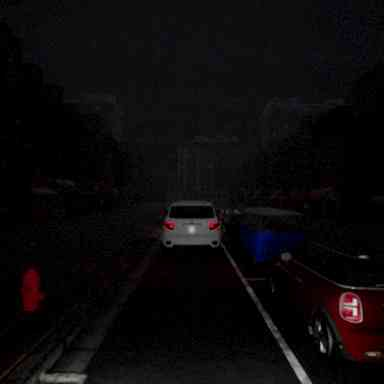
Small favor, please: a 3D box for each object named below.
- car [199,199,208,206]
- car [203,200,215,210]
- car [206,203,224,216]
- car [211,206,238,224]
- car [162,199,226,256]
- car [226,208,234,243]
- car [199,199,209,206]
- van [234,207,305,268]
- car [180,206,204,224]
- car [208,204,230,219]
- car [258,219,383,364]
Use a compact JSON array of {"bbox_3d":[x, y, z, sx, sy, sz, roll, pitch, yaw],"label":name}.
[{"bbox_3d":[2.610,2.438,77.486,2.008,1.369,4.403,0,-1,0],"label":"car"},{"bbox_3d":[2.726,2.124,53.901,1.812,1.442,4.674,0,-1,0],"label":"car"},{"bbox_3d":[2.627,2.004,38.963,1.802,1.307,4.206,1,-1,0],"label":"car"},{"bbox_3d":[2.633,1.880,27.957,1.802,1.307,4.206,1,-1,0],"label":"car"},{"bbox_3d":[-0.006,1.362,14.009,2.150,2.045,5.566,0,0,0],"label":"car"},{"bbox_3d":[2.638,1.742,16.951,1.947,1.339,4.313,1,-1,0],"label":"car"},{"bbox_3d":[2.613,2.259,71.984,1.967,1.590,4.097,0,-1,0],"label":"car"},{"bbox_3d":[2.643,1.459,11.450,1.690,1.788,3.998,1,-1,0],"label":"van"},{"bbox_3d":[-0.010,1.911,29.109,1.895,1.301,4.718,0,-1,0],"label":"car"},{"bbox_3d":[2.630,1.942,33.460,1.802,1.307,4.206,1,-1,0],"label":"car"},{"bbox_3d":[2.645,1.502,5.945,1.967,1.590,4.097,1,-1,0],"label":"car"}]
